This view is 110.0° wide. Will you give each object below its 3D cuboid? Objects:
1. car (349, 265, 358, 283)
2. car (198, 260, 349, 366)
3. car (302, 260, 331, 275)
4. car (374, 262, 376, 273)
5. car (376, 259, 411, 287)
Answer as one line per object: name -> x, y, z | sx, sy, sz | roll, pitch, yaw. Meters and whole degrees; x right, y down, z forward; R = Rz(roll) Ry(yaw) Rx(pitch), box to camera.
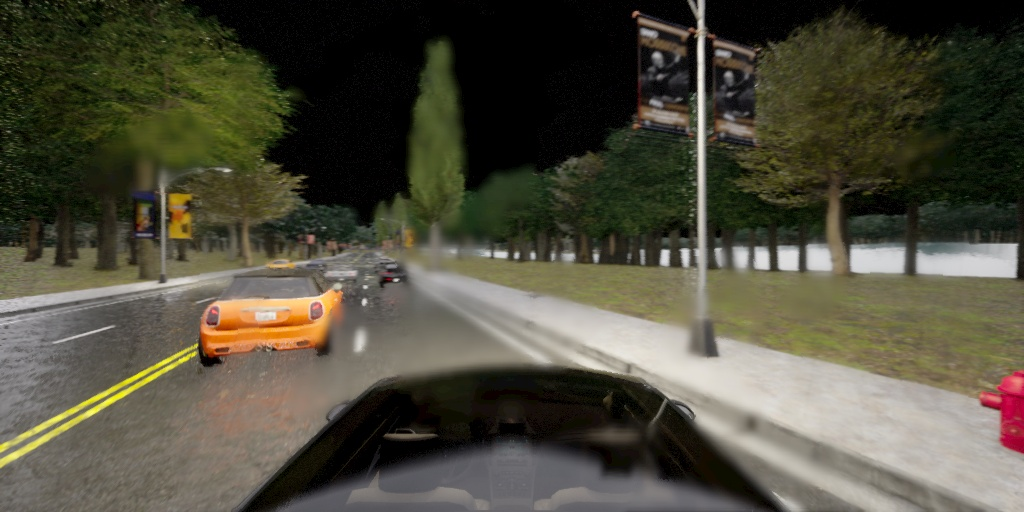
car -> -12.141, 1.251, 25.873 | 1.895, 1.301, 4.718 | 0, 0, -22
car -> -5.154, 1.083, 8.345 | 2.097, 1.767, 4.553 | 0, 0, -22
car -> -20.828, 1.144, 38.387 | 2.033, 1.411, 5.357 | 0, 0, -21
car -> -14.280, 1.082, 39.974 | 1.837, 1.490, 4.892 | 0, 0, -22
car -> -7.769, 1.161, 23.633 | 1.837, 1.490, 4.892 | 0, 1, -22
